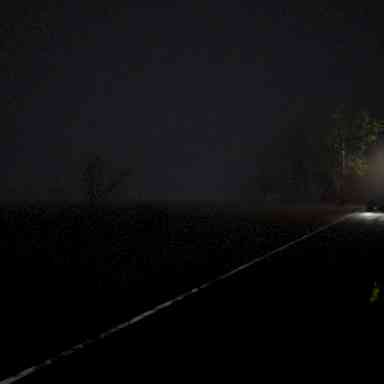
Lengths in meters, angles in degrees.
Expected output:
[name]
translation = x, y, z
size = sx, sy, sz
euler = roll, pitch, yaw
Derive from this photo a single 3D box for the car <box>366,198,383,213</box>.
[car]
translation = 20.683, 1.458, 37.116
size = 2.128, 1.511, 4.902
euler = 0, 0, 34
